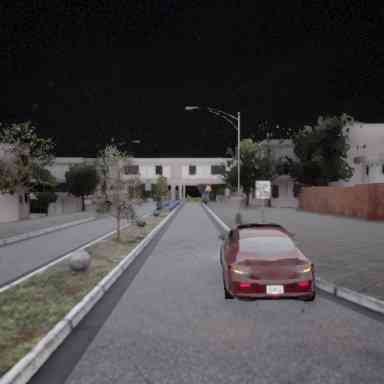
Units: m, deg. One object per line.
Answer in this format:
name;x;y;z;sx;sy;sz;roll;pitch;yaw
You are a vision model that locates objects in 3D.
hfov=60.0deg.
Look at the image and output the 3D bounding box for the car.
car;1.649;1.491;8.187;1.812;1.442;4.674;-2;2;5
